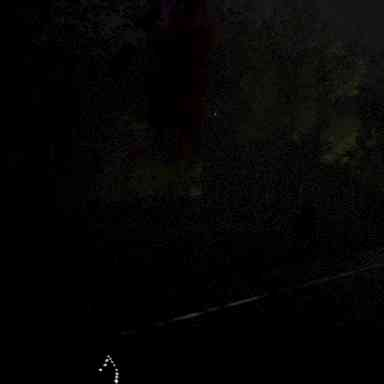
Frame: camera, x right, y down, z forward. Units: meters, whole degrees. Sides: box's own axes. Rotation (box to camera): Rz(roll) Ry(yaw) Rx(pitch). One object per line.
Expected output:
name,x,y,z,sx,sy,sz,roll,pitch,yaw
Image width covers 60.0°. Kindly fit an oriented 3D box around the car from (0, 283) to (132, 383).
car,-3.050,1.222,1.567,5.566,2.045,2.150,0,0,-36
